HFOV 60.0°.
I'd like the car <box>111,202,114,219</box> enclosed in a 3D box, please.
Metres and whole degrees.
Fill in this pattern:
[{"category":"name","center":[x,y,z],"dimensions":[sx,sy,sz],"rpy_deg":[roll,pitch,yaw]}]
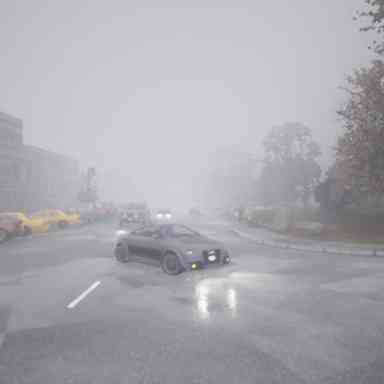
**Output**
[{"category":"car","center":[-11.204,2.174,37.721],"dimensions":[5.566,2.045,2.435],"rpy_deg":[0,-2,-20]}]

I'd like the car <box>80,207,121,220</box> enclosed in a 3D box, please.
[{"category":"car","center":[-11.153,2.553,40.660],"dimensions":[4.674,1.452,2.002],"rpy_deg":[0,-2,-19]}]

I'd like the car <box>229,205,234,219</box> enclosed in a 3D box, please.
[{"category":"car","center":[6.618,2.388,34.546],"dimensions":[4.674,1.452,2.002],"rpy_deg":[1,-1,-20]}]

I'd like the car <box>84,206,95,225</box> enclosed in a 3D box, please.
[{"category":"car","center":[-11.214,2.203,28.936],"dimensions":[4.792,1.488,2.163],"rpy_deg":[0,-2,-19]}]

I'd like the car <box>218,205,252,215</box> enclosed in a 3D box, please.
[{"category":"car","center":[6.749,2.883,52.208],"dimensions":[4.892,1.521,2.231],"rpy_deg":[1,-2,-19]}]

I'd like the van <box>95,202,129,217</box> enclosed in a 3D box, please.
[{"category":"van","center":[-11.215,2.464,46.486],"dimensions":[4.442,1.987,1.878],"rpy_deg":[0,-2,-20]}]

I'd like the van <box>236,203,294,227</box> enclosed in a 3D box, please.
[{"category":"van","center":[6.459,1.953,28.628],"dimensions":[4.442,1.987,1.878],"rpy_deg":[1,-1,-19]}]

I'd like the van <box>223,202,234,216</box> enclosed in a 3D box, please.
[{"category":"van","center":[6.557,2.293,40.399],"dimensions":[4.442,1.987,1.878],"rpy_deg":[1,-2,-20]}]

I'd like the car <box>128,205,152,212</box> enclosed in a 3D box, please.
[{"category":"car","center":[-10.915,3.484,69.979],"dimensions":[4.674,1.452,2.002],"rpy_deg":[0,-2,-20]}]

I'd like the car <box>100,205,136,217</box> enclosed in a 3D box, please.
[{"category":"car","center":[-11.073,2.780,49.454],"dimensions":[5.008,1.535,2.097],"rpy_deg":[0,-2,-20]}]

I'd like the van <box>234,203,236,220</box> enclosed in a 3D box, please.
[{"category":"van","center":[6.700,2.042,31.658],"dimensions":[4.442,1.987,1.878],"rpy_deg":[1,-2,-19]}]

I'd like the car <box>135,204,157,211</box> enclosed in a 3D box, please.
[{"category":"car","center":[-10.849,3.734,78.777],"dimensions":[4.892,1.521,2.231],"rpy_deg":[0,-2,-20]}]

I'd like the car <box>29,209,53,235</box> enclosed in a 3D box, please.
[{"category":"car","center":[-11.494,1.926,20.076],"dimensions":[5.366,1.575,1.946],"rpy_deg":[0,-1,-20]}]

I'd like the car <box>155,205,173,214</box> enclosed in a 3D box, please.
[{"category":"car","center":[-4.641,3.136,56.832],"dimensions":[1.895,1.301,4.718],"rpy_deg":[0,-2,1]}]

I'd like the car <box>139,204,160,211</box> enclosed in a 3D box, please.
[{"category":"car","center":[-10.791,3.926,84.637],"dimensions":[4.892,1.521,2.231],"rpy_deg":[0,-2,-20]}]

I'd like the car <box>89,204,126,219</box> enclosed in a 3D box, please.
[{"category":"car","center":[-11.099,2.474,43.602],"dimensions":[4.553,1.767,2.185],"rpy_deg":[0,-2,-20]}]

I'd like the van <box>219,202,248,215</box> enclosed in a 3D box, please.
[{"category":"van","center":[6.890,2.754,55.202],"dimensions":[4.442,1.987,1.878],"rpy_deg":[1,-2,-19]}]

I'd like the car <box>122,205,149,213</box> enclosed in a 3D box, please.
[{"category":"car","center":[-10.933,3.282,64.126],"dimensions":[4.792,1.488,2.163],"rpy_deg":[0,-2,-20]}]

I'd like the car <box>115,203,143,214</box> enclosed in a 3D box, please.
[{"category":"car","center":[-11.041,2.935,58.248],"dimensions":[4.553,1.767,2.185],"rpy_deg":[0,-2,-20]}]

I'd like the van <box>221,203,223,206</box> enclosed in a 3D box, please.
[{"category":"van","center":[6.821,2.477,46.370],"dimensions":[4.442,1.987,1.878],"rpy_deg":[1,-2,-20]}]

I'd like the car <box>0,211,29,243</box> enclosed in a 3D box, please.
[{"category":"car","center":[-11.367,1.877,17.192],"dimensions":[4.792,1.488,2.163],"rpy_deg":[0,-1,-20]}]

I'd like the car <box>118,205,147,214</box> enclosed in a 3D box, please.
[{"category":"car","center":[-10.991,3.157,61.182],"dimensions":[4.892,1.521,2.231],"rpy_deg":[0,-2,-20]}]

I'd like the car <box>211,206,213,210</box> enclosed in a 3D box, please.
[{"category":"car","center":[6.903,3.390,66.933],"dimensions":[4.792,1.488,2.163],"rpy_deg":[2,-2,-19]}]

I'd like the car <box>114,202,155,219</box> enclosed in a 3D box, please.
[{"category":"car","center":[-4.927,1.927,29.355],"dimensions":[2.150,2.045,5.566],"rpy_deg":[0,-2,0]}]

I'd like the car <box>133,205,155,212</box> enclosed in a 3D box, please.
[{"category":"car","center":[-10.868,3.677,75.844],"dimensions":[4.674,1.452,2.002],"rpy_deg":[0,-2,-20]}]

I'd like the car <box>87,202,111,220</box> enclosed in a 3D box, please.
[{"category":"car","center":[-11.234,2.214,34.796],"dimensions":[4.553,1.767,2.185],"rpy_deg":[0,-2,-20]}]

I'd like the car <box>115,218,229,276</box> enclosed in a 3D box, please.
[{"category":"car","center":[-0.796,1.766,11.087],"dimensions":[1.994,1.385,4.181],"rpy_deg":[1,-2,-44]}]

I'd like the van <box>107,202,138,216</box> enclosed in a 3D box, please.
[{"category":"van","center":[-10.951,2.646,52.437],"dimensions":[4.442,1.987,1.878],"rpy_deg":[0,-2,-20]}]

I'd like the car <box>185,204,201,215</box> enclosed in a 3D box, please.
[{"category":"car","center":[0.455,2.952,52.626],"dimensions":[2.033,1.411,5.357],"rpy_deg":[0,-2,1]}]

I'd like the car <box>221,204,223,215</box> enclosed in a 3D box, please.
[{"category":"car","center":[6.681,2.649,43.381],"dimensions":[4.674,1.452,2.002],"rpy_deg":[1,-2,-19]}]

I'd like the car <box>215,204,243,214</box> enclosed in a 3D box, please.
[{"category":"car","center":[6.803,3.040,61.029],"dimensions":[4.553,1.767,2.185],"rpy_deg":[2,-2,-20]}]

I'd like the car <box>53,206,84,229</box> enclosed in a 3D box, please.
[{"category":"car","center":[-11.445,2.088,25.935],"dimensions":[5.366,1.575,1.946],"rpy_deg":[0,-1,-20]}]

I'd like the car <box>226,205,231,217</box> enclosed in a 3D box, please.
[{"category":"car","center":[6.639,2.475,37.490],"dimensions":[4.674,1.452,2.002],"rpy_deg":[1,-2,-19]}]

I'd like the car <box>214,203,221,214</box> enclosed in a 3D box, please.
[{"category":"car","center":[6.559,2.783,49.201],"dimensions":[5.366,1.575,1.946],"rpy_deg":[2,-2,-19]}]

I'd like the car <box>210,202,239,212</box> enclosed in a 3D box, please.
[{"category":"car","center":[6.879,3.204,69.858],"dimensions":[5.566,2.045,2.435],"rpy_deg":[2,-2,-19]}]

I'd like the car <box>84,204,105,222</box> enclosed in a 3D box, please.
[{"category":"car","center":[-11.215,2.257,31.862],"dimensions":[4.892,1.521,2.231],"rpy_deg":[0,-1,-19]}]

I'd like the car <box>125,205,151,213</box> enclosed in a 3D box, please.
[{"category":"car","center":[-10.947,3.349,67.051],"dimensions":[4.892,1.521,2.231],"rpy_deg":[0,-2,-20]}]
